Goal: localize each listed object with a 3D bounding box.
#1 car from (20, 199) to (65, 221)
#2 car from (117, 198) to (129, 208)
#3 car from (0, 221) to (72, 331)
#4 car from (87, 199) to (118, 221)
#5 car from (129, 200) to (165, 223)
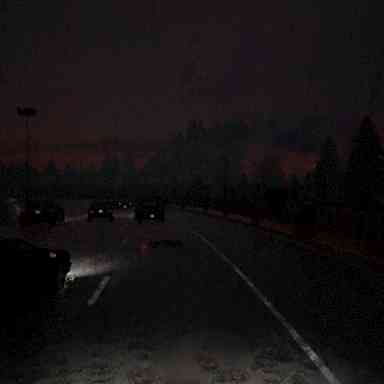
[{"bbox_3d":[-9.916,1.262,22.361,2.097,1.767,4.553,0,0,-13],"label":"car"},{"bbox_3d":[-8.622,1.421,40.569,1.895,1.301,4.718,0,0,-23],"label":"car"},{"bbox_3d":[-3.723,1.521,5.746,2.033,1.411,5.357,0,0,-4],"label":"car"},{"bbox_3d":[-7.147,1.427,25.979,2.033,1.411,5.357,0,0,-15],"label":"car"},{"bbox_3d":[-3.165,1.361,24.174,2.128,1.511,4.902,0,0,-14],"label":"car"}]
